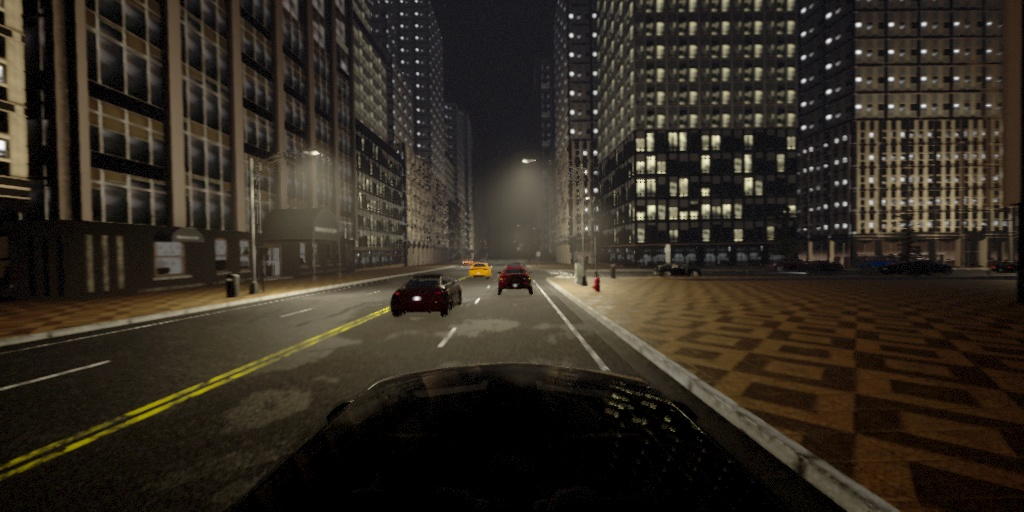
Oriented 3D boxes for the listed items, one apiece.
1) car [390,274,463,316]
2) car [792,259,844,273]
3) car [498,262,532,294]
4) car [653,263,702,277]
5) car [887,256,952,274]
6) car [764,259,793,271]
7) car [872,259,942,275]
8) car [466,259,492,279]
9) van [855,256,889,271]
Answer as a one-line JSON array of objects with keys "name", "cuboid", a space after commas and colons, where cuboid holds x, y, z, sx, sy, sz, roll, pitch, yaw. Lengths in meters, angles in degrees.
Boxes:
[{"name": "car", "cuboid": [-3.111, 1.367, 13.765, 1.994, 1.385, 4.181, -1, 0, 0]}, {"name": "car", "cuboid": [35.097, 1.192, 40.873, 4.181, 1.385, 1.994, 0, 1, 0]}, {"name": "car", "cuboid": [0.174, 1.285, 20.377, 1.812, 1.442, 4.674, -1, 0, 0]}, {"name": "car", "cuboid": [16.082, 1.362, 34.873, 4.403, 1.370, 2.007, 0, 0, 0]}, {"name": "car", "cuboid": [43.248, 1.115, 37.838, 5.008, 1.535, 1.882, 0, 1, 0]}, {"name": "car", "cuboid": [32.957, 1.038, 43.499, 4.097, 1.591, 1.967, 0, 0, 0]}, {"name": "car", "cuboid": [38.649, 1.267, 35.158, 4.313, 1.339, 1.948, 0, 0, 0]}, {"name": "car", "cuboid": [-2.985, 1.379, 34.635, 1.882, 1.535, 5.008, 0, 0, 0]}, {"name": "van", "cuboid": [44.239, 0.884, 43.578, 3.998, 1.789, 1.690, 0, 0, 0]}]
